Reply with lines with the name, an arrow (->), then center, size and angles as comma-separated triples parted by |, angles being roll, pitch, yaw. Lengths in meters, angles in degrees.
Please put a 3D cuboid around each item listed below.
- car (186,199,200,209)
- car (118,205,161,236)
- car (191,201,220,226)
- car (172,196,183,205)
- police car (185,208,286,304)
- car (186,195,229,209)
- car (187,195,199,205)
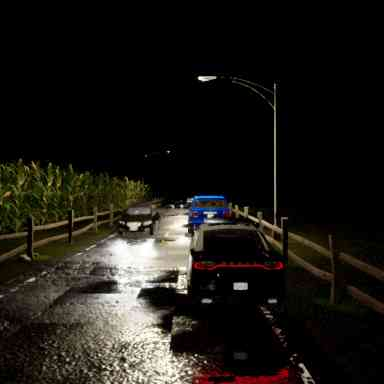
car -> 0.157, 1.622, 46.281 | 1.895, 1.301, 4.718 | 0, 0, 1
car -> -2.798, 1.491, 18.445 | 2.128, 1.511, 4.902 | 0, 0, 0
car -> 0.892, 1.477, 24.221 | 1.882, 1.535, 5.008 | 0, 0, 0
car -> -2.584, 1.529, 59.531 | 1.882, 1.535, 5.008 | 0, 0, 0
police car -> 0.848, 1.425, 8.331 | 1.930, 1.638, 5.238 | 0, 0, 0
car -> 0.875, 1.224, 18.251 | 2.150, 2.045, 5.566 | 0, 0, 0
car -> 0.168, 1.405, 60.182 | 2.097, 1.767, 4.553 | 0, 0, 0
